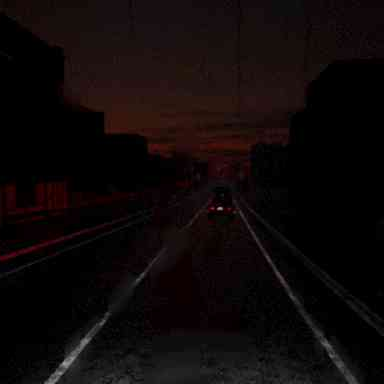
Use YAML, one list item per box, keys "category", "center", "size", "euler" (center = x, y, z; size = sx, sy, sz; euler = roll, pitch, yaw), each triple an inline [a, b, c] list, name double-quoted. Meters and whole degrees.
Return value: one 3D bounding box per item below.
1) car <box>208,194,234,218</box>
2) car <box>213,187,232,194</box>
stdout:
- category: "car"
  center: [2.217, 1.142, 25.383]
  size: [2.033, 1.411, 5.357]
  euler: [1, 1, 6]
- category: "car"
  center: [3.753, 0.393, 41.186]
  size: [2.150, 2.045, 5.566]
  euler: [1, 2, 6]
